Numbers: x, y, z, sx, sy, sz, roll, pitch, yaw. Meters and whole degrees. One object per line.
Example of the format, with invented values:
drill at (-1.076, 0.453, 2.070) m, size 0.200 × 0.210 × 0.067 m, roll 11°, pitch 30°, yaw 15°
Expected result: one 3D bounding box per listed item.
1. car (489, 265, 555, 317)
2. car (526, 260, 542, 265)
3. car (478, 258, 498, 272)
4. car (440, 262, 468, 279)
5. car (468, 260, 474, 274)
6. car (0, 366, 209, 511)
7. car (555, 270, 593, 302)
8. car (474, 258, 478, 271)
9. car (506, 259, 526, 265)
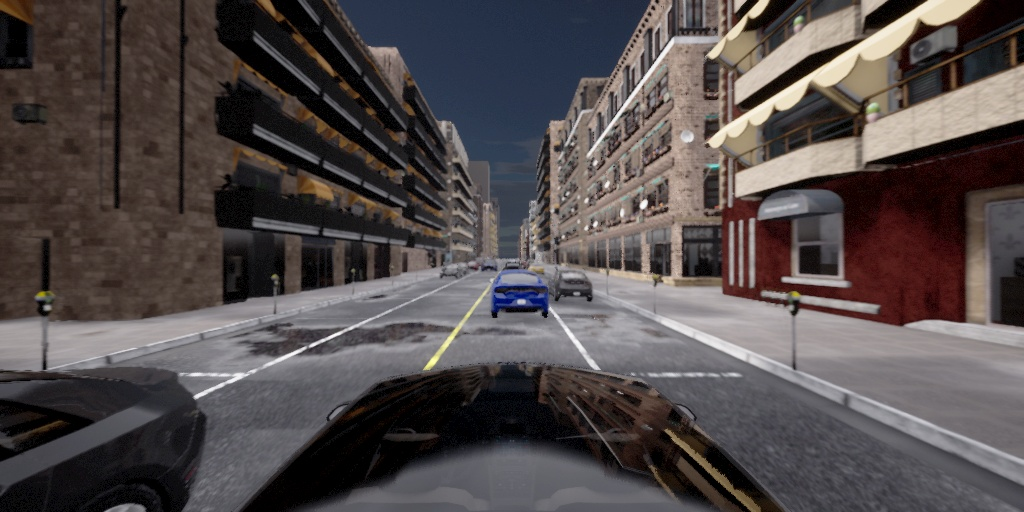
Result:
car at (0.194, 1.254, 13.332) m, size 1.882 × 1.535 × 5.008 m, roll 0°, pitch 0°, yaw -2°
car at (2.687, 1.358, 39.797) m, size 1.751 × 1.417 × 4.829 m, roll 0°, pitch 0°, yaw 0°
car at (-3.006, 1.202, 48.522) m, size 2.097 × 1.767 × 4.553 m, roll 0°, pitch 0°, yaw 0°
car at (-5.694, 1.372, 33.994) m, size 2.007 × 1.370 × 4.403 m, roll 0°, pitch 0°, yaw 0°
car at (-5.695, 1.384, 39.631) m, size 2.007 × 1.370 × 4.403 m, roll 0°, pitch 0°, yaw 0°
car at (-3.101, 1.252, 0.532) m, size 1.837 × 1.490 × 4.892 m, roll 0°, pitch 0°, yaw 0°
car at (2.688, 1.335, 17.082) m, size 2.007 × 1.370 × 4.403 m, roll 0°, pitch 0°, yaw 0°
car at (-5.696, 1.402, 50.903) m, size 1.888 × 1.381 × 4.507 m, roll 0°, pitch 0°, yaw 0°
car at (0.096, 1.324, 33.676) m, size 1.837 × 1.490 × 4.892 m, roll 0°, pitch 0°, yaw 0°
